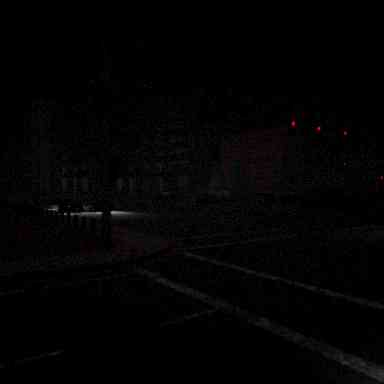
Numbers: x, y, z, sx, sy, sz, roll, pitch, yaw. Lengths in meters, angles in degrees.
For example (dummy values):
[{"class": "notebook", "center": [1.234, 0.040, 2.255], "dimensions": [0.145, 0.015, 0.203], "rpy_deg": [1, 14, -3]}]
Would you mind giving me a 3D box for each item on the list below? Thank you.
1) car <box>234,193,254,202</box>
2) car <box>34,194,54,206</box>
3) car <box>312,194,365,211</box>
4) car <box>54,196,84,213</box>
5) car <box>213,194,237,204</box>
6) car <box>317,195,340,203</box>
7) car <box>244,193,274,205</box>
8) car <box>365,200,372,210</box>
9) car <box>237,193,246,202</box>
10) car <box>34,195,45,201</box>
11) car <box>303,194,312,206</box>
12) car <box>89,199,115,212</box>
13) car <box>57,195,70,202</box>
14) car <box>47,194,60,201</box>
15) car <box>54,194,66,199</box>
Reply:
[{"class": "car", "center": [11.514, 1.169, 73.901], "dimensions": [1.932, 1.855, 4.605], "rpy_deg": [0, 0, -35]}, {"class": "car", "center": [-22.776, 1.252, 50.320], "dimensions": [1.895, 1.301, 4.718], "rpy_deg": [0, 0, -35]}, {"class": "car", "center": [16.475, 1.164, 37.528], "dimensions": [1.932, 1.855, 4.605], "rpy_deg": [0, 0, -35]}, {"class": "car", "center": [-13.617, 1.508, 37.301], "dimensions": [1.837, 1.490, 4.892], "rpy_deg": [0, 0, -35]}, {"class": "car", "center": [6.988, 1.410, 70.640], "dimensions": [1.970, 1.475, 3.806], "rpy_deg": [0, 0, -35]}, {"class": "car", "center": [27.144, 1.383, 66.427], "dimensions": [1.784, 1.438, 3.905], "rpy_deg": [0, 0, -35]}, {"class": "car", "center": [10.996, 1.408, 54.979], "dimensions": [1.970, 1.475, 3.806], "rpy_deg": [0, 0, -35]}, {"class": "car", "center": [18.870, 1.168, 39.155], "dimensions": [1.905, 1.878, 3.866], "rpy_deg": [0, 0, -35]}, {"class": "car", "center": [9.352, 1.379, 72.311], "dimensions": [1.784, 1.438, 3.905], "rpy_deg": [0, 0, -35]}, {"class": "car", "center": [-39.319, 1.450, 85.626], "dimensions": [1.812, 1.442, 4.674], "rpy_deg": [0, 0, -35]}, {"class": "car", "center": [24.741, 1.171, 64.807], "dimensions": [1.932, 1.855, 4.605], "rpy_deg": [0, 0, -35]}, {"class": "car", "center": [-10.560, 1.568, 39.042], "dimensions": [1.994, 1.385, 4.181], "rpy_deg": [0, 0, -35]}, {"class": "car", "center": [-30.671, 1.531, 79.502], "dimensions": [1.812, 1.442, 4.674], "rpy_deg": [0, 0, -35]}, {"class": "car", "center": [-36.455, 1.354, 87.622], "dimensions": [2.097, 1.767, 4.553], "rpy_deg": [0, 0, -35]}, {"class": "car", "center": [-23.137, 1.497, 56.745], "dimensions": [2.128, 1.511, 4.902], "rpy_deg": [0, 0, -35]}]
